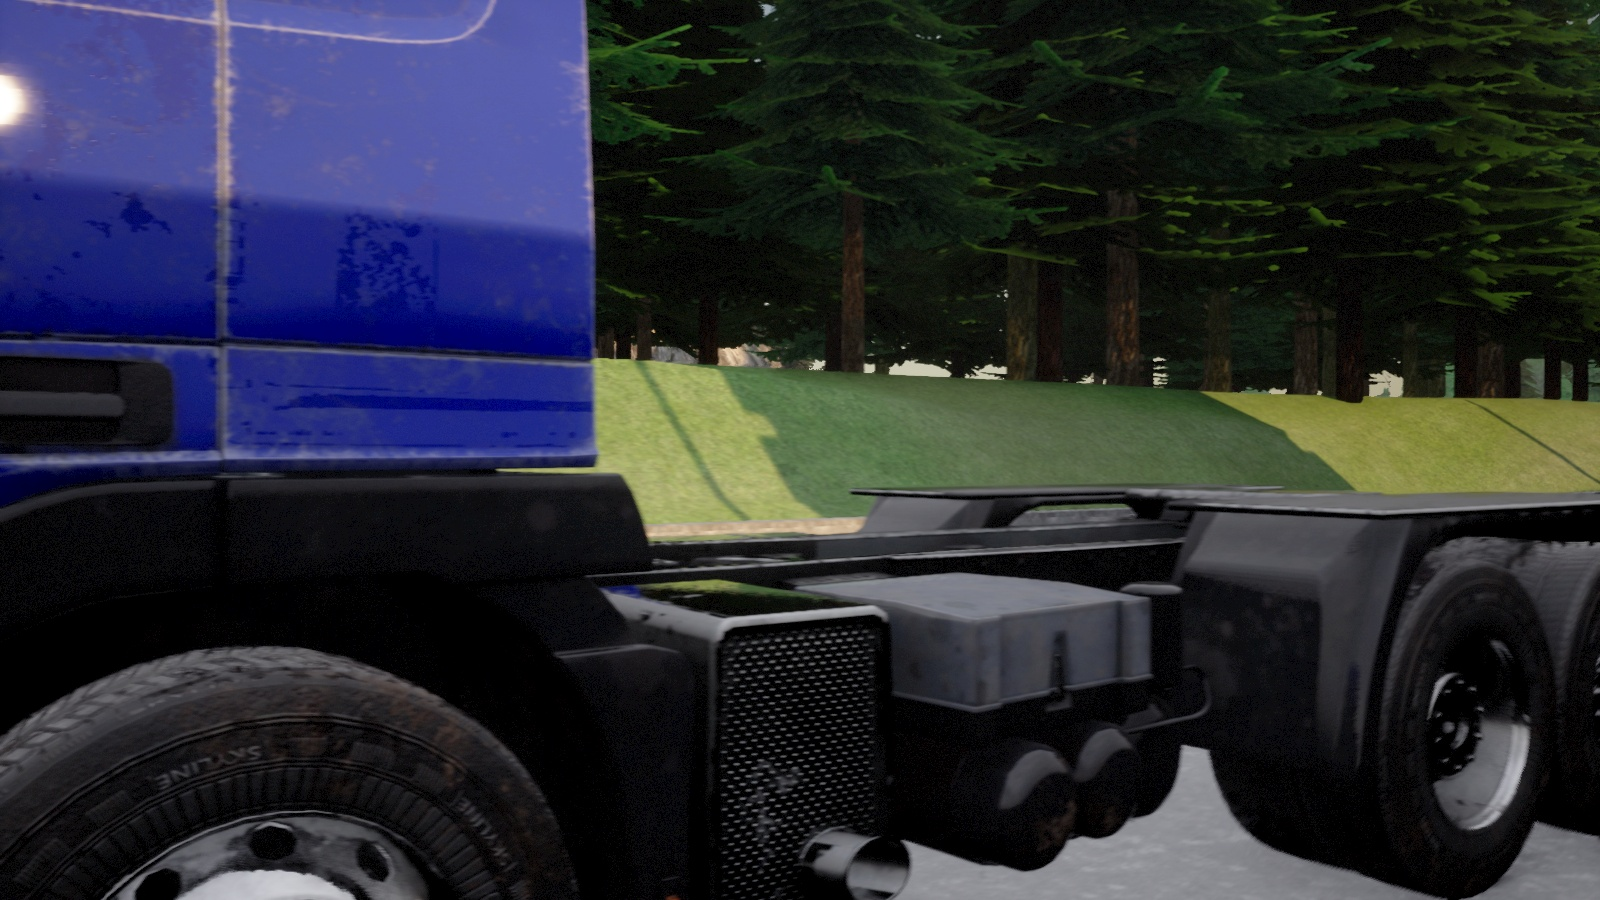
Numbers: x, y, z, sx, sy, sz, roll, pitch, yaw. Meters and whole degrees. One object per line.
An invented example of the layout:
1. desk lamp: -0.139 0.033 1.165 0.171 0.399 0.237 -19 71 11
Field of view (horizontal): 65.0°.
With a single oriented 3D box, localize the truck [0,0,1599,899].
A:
1. truck: 0.204 -0.227 4.413 7.936 3.462 2.891 0 0 -35
